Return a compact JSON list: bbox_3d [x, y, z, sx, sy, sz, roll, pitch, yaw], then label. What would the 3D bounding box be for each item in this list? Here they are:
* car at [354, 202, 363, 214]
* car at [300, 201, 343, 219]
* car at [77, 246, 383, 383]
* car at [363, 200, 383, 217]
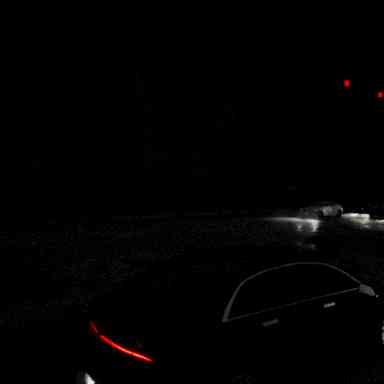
[{"bbox_3d":[18.675,1.541,34.483,4.181,1.385,1.994,0,0,-35],"label":"car"},{"bbox_3d":[11.541,1.508,29.416,4.674,1.442,1.812,0,0,-36],"label":"car"},{"bbox_3d":[1.027,1.502,4.480,4.892,1.490,1.837,0,0,-36],"label":"car"},{"bbox_3d":[17.557,1.457,29.402,5.008,1.535,1.882,0,0,-35],"label":"car"}]
